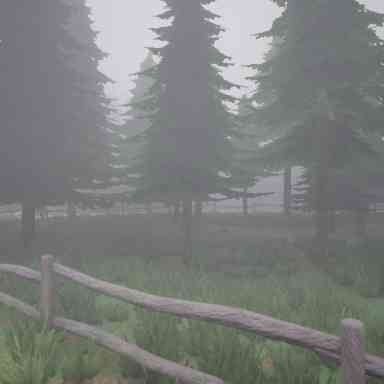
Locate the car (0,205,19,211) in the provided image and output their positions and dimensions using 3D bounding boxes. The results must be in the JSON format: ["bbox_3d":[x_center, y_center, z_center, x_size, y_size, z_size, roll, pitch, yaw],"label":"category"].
[{"bbox_3d":[-14.369,1.552,24.759,1.812,1.442,4.674,-1,0,36],"label":"car"}]
